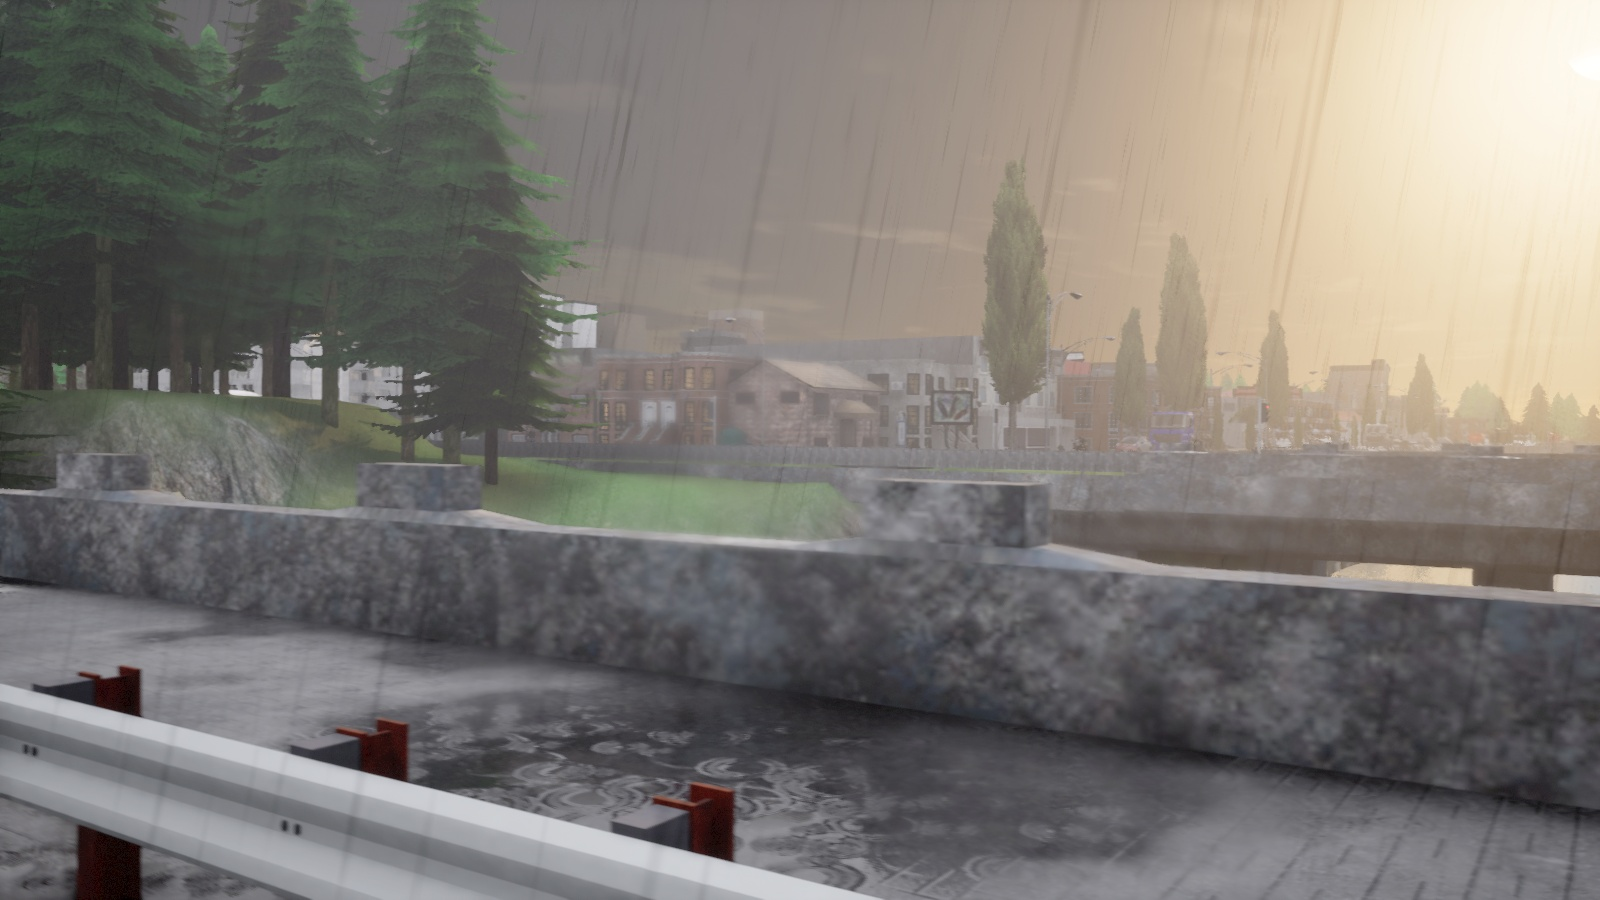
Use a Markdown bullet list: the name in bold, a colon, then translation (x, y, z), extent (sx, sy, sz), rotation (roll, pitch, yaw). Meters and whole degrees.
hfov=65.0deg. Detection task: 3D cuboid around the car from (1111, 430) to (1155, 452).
- **car**: translation (23.161, -0.655, 87.223), extent (1.845, 1.501, 3.633), rotation (0, 1, 34)
